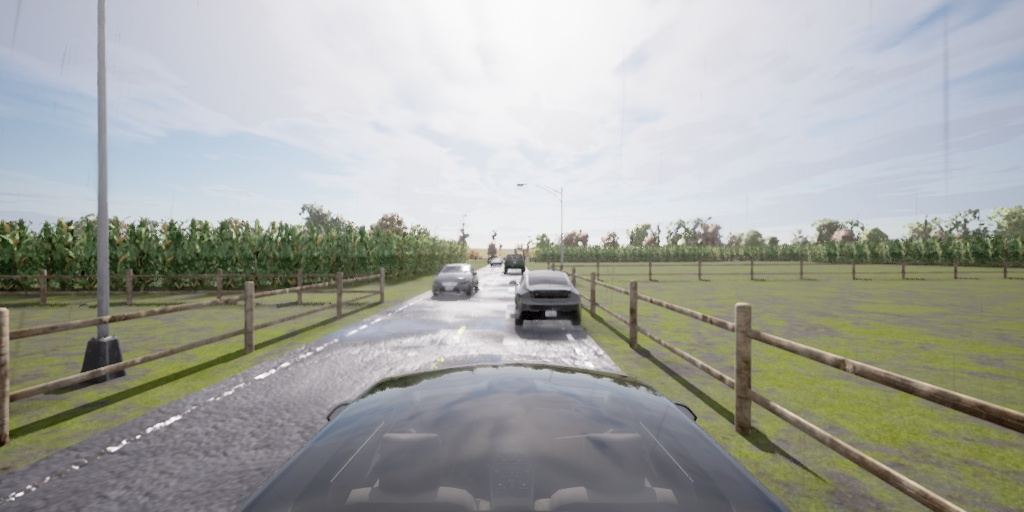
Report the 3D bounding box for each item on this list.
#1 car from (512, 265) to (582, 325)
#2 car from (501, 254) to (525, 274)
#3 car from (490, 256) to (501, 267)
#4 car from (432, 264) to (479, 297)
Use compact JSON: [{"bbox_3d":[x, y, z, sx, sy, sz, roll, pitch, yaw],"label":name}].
[{"bbox_3d":[1.004,1.214,11.541,1.837,1.490,4.892,0,0,0],"label":"car"},{"bbox_3d":[0.248,0.797,38.461,2.150,2.045,5.566,0,-1,-1],"label":"car"},{"bbox_3d":[-2.569,1.018,58.654,2.033,1.411,5.357,0,0,1],"label":"car"},{"bbox_3d":[-2.777,1.170,18.408,2.128,1.511,4.902,0,0,0],"label":"car"}]
